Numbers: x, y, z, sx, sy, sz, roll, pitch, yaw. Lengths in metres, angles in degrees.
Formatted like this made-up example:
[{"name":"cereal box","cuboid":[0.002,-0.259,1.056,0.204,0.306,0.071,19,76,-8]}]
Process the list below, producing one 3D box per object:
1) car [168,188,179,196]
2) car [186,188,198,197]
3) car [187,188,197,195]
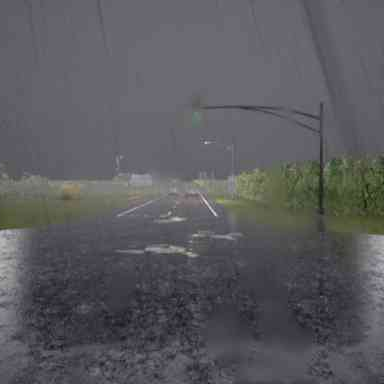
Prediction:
[{"name":"car","cuboid":[-3.502,-0.029,63.578,1.837,1.490,4.892,0,1,0]},{"name":"car","cuboid":[-0.002,0.135,59.358,1.994,1.385,4.181,0,1,0]},{"name":"car","cuboid":[-0.003,-0.137,69.404,1.994,1.385,4.181,0,1,0]}]
